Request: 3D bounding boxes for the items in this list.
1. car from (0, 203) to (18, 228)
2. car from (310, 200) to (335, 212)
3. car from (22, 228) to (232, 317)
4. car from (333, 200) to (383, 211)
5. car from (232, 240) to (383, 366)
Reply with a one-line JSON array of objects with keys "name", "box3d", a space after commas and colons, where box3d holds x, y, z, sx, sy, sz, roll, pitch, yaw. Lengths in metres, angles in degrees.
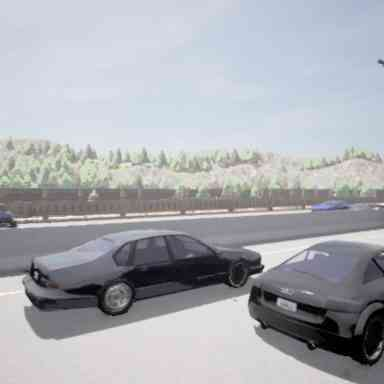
[{"name": "car", "box3d": [-11.651, 1.369, 17.186, 4.553, 1.767, 2.097, 0, 0, -35]}, {"name": "car", "box3d": [12.846, 1.511, 30.398, 5.008, 1.535, 1.882, 0, 0, -35]}, {"name": "car", "box3d": [-0.778, 1.555, 7.501, 5.357, 1.411, 2.033, 0, 0, -36]}, {"name": "car", "box3d": [14.079, 1.578, 26.980, 5.357, 1.411, 2.033, 0, 0, -35]}, {"name": "car", "box3d": [2.975, 1.571, 5.891, 4.181, 1.385, 1.994, 0, 0, -36]}]
